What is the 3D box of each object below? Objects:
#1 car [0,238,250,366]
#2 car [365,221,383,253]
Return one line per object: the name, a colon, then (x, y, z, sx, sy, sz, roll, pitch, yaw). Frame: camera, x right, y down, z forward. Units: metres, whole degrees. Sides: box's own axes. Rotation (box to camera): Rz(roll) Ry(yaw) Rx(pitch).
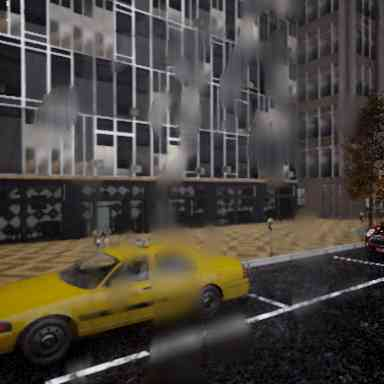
car: (-1.140, 1.531, 5.758, 4.829, 1.417, 1.752, 0, -1, -36)
car: (8.248, 1.471, 12.464, 4.097, 1.590, 1.967, 0, -1, -36)
